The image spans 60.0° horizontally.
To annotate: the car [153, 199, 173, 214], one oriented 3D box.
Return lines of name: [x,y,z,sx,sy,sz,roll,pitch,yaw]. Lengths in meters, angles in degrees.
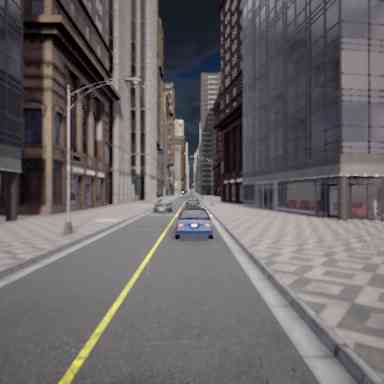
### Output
car: [-3.023,1.503,35.682,1.812,1.442,4.674,0,0,1]

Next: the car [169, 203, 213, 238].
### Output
car: [0.100,1.538,17.409,2.033,1.411,5.357,0,0,0]

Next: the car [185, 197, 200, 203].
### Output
car: [0.104,1.461,46.045,2.128,1.511,4.902,0,0,0]
